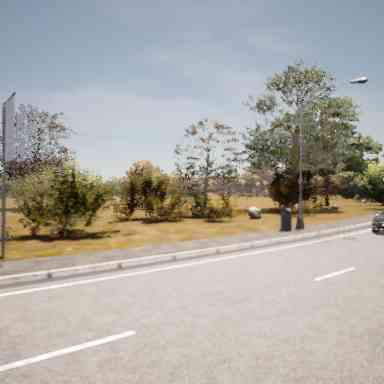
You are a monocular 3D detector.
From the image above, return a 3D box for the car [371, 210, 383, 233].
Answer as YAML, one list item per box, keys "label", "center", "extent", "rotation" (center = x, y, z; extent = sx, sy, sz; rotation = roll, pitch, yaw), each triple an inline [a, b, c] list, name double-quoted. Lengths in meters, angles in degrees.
- label: "car"
  center: [11.716, 1.523, 18.702]
  extent: [4.892, 1.490, 1.837]
  rotation: [0, 0, -44]
